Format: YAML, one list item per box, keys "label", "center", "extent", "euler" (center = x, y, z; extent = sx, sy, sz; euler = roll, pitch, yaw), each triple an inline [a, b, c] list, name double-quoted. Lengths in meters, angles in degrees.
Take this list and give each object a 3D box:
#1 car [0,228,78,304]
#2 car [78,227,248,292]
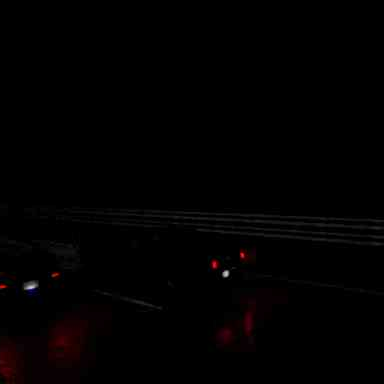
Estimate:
- label: "car"
  center: [-4.826, 1.535, 7.434]
  extent: [4.674, 1.442, 1.812]
  euler: [0, 0, 36]
- label: "car"
  center: [-1.008, 1.608, 9.010]
  extent: [4.718, 1.301, 1.895]
  euler: [0, 0, 35]
